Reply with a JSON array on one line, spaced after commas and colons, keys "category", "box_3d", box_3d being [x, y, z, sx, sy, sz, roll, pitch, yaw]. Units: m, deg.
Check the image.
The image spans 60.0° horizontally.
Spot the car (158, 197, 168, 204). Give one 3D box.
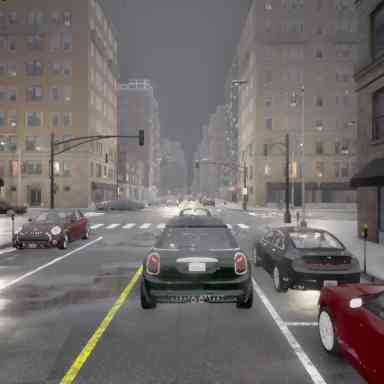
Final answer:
[{"category": "car", "box_3d": [-5.960, 1.665, 69.041, 1.802, 1.307, 4.206, 0, 0, 0]}]

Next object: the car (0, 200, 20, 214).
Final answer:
[{"category": "car", "box_3d": [-17.594, 1.403, 30.197, 5.008, 1.535, 1.882, 0, 0, -2]}]

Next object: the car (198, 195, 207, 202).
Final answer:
[{"category": "car", "box_3d": [2.491, 1.560, 80.107, 1.967, 1.590, 4.097, 0, 0, 0]}]

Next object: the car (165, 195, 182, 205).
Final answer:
[{"category": "car", "box_3d": [-3.091, 1.648, 53.305, 1.895, 1.301, 4.718, 0, 0, 0]}]

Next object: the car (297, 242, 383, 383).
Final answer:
[{"category": "car", "box_3d": [2.684, 1.545, 3.154, 1.887, 1.381, 4.507, 0, 0, 0]}]

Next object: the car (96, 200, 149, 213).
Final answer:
[{"category": "car", "box_3d": [-7.960, 1.568, 37.344, 5.357, 1.411, 2.033, 0, 0, -25]}]

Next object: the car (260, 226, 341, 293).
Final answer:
[{"category": "car", "box_3d": [2.698, 1.553, 8.645, 2.008, 1.369, 4.403, 0, 0, 0]}]

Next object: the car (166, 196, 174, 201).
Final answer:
[{"category": "car", "box_3d": [-6.111, 1.728, 91.073, 1.947, 1.339, 4.313, 0, 0, 0]}]

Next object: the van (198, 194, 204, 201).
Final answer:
[{"category": "van", "box_3d": [2.415, 1.504, 91.122, 1.690, 1.788, 3.998, 0, 0, 0]}]

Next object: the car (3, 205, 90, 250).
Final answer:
[{"category": "car", "box_3d": [-5.813, 1.445, 14.156, 1.967, 1.590, 4.097, 0, 0, 0]}]

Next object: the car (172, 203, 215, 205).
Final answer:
[{"category": "car", "box_3d": [0.139, 1.497, 15.345, 2.128, 1.511, 4.902, 0, 0, 0]}]

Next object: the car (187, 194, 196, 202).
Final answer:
[{"category": "car", "box_3d": [-0.181, 1.707, 80.076, 1.895, 1.301, 4.718, 0, 0, 0]}]

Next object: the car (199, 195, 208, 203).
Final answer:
[{"category": "car", "box_3d": [2.528, 1.541, 74.601, 1.967, 1.590, 4.097, 0, 0, 0]}]

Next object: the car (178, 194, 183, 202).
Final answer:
[{"category": "car", "box_3d": [-3.118, 1.584, 66.533, 1.837, 1.490, 4.892, 0, -1, 0]}]

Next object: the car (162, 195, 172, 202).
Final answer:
[{"category": "car", "box_3d": [-6.035, 1.559, 80.058, 1.967, 1.590, 4.097, 0, 0, 0]}]

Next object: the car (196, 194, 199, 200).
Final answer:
[{"category": "car", "box_3d": [2.566, 1.399, 69.094, 2.192, 1.841, 5.009, 0, 0, 0]}]

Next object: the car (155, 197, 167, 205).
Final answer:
[{"category": "car", "box_3d": [-5.922, 1.613, 63.533, 1.887, 1.381, 4.507, 0, 0, 0]}]

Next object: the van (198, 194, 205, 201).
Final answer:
[{"category": "van", "box_3d": [2.453, 1.482, 85.615, 1.690, 1.788, 3.998, 0, 0, 0]}]

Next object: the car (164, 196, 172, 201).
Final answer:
[{"category": "car", "box_3d": [-6.073, 1.722, 85.565, 1.802, 1.307, 4.206, 0, 0, 0]}]

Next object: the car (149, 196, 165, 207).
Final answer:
[{"category": "car", "box_3d": [-5.847, 1.596, 52.517, 2.008, 1.369, 4.403, 0, 0, 0]}]

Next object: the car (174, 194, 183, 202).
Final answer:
[{"category": "car", "box_3d": [-3.175, 1.471, 79.033, 2.097, 1.767, 4.553, 0, 0, 0]}]

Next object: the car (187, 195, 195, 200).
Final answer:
[{"category": "car", "box_3d": [-0.249, 1.543, 90.051, 1.994, 1.385, 4.181, 0, 0, 0]}]

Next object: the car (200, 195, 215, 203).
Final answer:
[{"category": "car", "box_3d": [2.679, 1.590, 52.572, 1.887, 1.381, 4.507, 0, 0, 0]}]

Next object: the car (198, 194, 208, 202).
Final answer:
[{"category": "car", "box_3d": [2.602, 1.595, 63.756, 1.752, 1.417, 4.829, 0, 0, 0]}]

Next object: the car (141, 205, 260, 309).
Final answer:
[{"category": "car", "box_3d": [0.069, 1.355, 8.043, 2.097, 1.767, 4.553, 0, 0, -1]}]
